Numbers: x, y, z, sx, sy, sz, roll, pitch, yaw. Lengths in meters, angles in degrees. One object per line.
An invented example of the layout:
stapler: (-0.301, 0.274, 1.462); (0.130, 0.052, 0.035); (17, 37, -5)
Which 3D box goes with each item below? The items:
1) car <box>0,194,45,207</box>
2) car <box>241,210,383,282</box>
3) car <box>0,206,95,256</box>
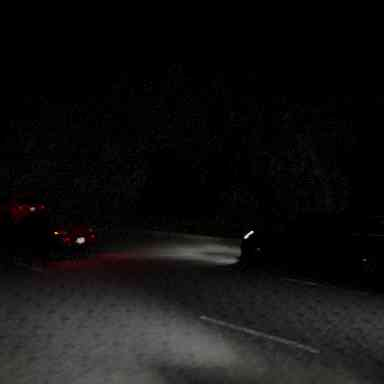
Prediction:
car: (-11.974, 1.125, 22.162); (5.566, 2.045, 2.150); (0, 0, 37)
car: (3.802, 1.386, 10.139); (4.553, 1.767, 2.097); (0, 0, 36)
car: (-5.659, 1.481, 12.882); (4.674, 1.442, 1.812); (0, 0, 37)
